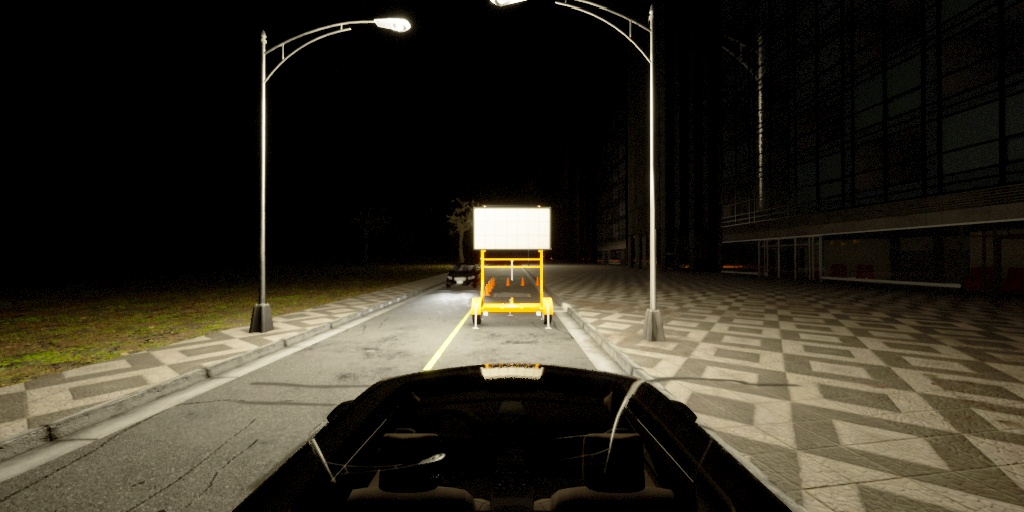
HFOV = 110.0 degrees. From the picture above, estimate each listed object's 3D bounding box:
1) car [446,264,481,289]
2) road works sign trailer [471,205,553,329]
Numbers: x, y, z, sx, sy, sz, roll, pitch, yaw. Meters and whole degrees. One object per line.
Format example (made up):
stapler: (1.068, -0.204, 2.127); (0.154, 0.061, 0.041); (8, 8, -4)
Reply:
car: (-2.994, 1.247, 23.027); (2.128, 1.511, 4.902); (0, 0, 0)
road works sign trailer: (0.002, 0.216, 11.220); (2.380, 3.560, 2.880); (0, 0, 0)
